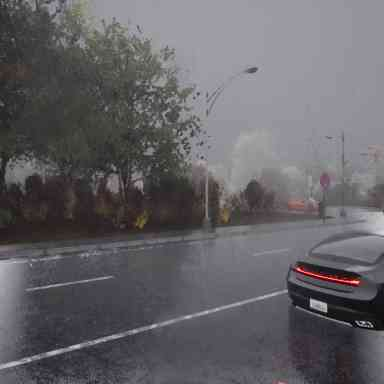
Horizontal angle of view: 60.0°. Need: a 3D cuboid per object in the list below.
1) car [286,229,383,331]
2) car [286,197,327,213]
[{"bbox_3d":[3.923,1.505,6.537,4.892,1.490,1.837,0,0,-35],"label":"car"},{"bbox_3d":[12.594,1.352,36.887,2.097,1.767,4.553,0,0,-32],"label":"car"}]
